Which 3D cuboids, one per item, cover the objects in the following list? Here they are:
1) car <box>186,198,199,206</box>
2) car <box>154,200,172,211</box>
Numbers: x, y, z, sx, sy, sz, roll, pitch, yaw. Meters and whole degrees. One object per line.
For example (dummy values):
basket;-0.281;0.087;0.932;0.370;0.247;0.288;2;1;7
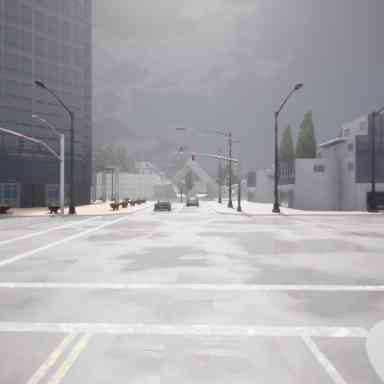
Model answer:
car;0.092;1.608;54.677;1.994;1.385;4.181;0;0;0
car;-3.605;1.634;41.538;1.895;1.301;4.718;0;0;0
